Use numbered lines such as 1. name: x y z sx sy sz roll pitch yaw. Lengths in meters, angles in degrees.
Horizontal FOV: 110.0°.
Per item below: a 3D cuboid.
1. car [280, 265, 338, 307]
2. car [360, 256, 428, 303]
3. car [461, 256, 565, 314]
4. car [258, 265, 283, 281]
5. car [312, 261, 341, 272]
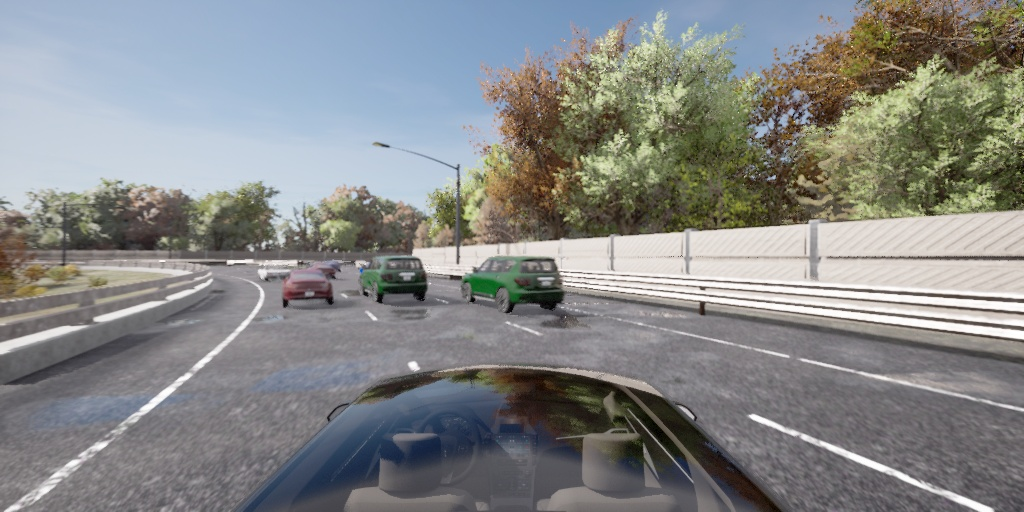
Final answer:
1. car: -9.091 1.313 15.893 1.812 1.442 4.674 0 0 -32
2. car: -5.824 1.028 17.315 2.150 2.045 5.566 1 0 -32
3. car: -0.165 1.034 14.492 2.150 2.045 5.566 1 0 -30
4. car: -20.299 1.421 30.625 1.895 1.301 4.718 0 0 -42
5. car: -17.535 1.366 32.746 1.812 1.442 4.674 1 0 -41
